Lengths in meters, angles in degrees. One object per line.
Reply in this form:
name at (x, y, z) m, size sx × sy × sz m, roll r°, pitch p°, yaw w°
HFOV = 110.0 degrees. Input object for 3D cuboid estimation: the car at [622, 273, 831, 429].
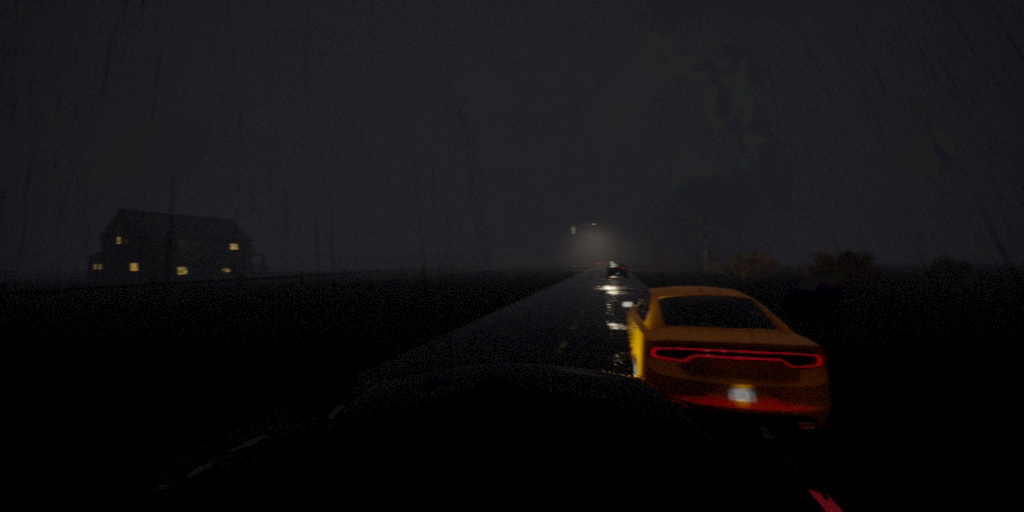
car at (2.925, 1.216, 5.896) m, size 1.882 × 1.535 × 5.008 m, roll -1°, pitch -1°, yaw 16°

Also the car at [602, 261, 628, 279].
car at (10.173, 1.376, 34.671) m, size 2.128 × 1.511 × 4.902 m, roll -1°, pitch -1°, yaw 16°
